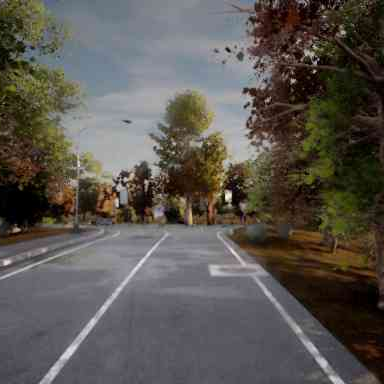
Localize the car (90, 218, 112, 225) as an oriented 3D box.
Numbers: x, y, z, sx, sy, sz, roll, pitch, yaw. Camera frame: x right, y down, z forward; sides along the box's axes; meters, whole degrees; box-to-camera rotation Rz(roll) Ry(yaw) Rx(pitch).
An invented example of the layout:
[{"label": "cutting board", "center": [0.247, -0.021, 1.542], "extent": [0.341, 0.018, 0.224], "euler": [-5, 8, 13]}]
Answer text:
[{"label": "car", "center": [-17.359, 5.703, 63.517], "extent": [1.994, 1.385, 4.181], "euler": [-3, -5, 31]}]

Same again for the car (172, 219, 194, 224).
[{"label": "car", "center": [-2.008, 6.375, 71.667], "extent": [4.718, 1.301, 1.895], "euler": [1, -5, -1]}]
